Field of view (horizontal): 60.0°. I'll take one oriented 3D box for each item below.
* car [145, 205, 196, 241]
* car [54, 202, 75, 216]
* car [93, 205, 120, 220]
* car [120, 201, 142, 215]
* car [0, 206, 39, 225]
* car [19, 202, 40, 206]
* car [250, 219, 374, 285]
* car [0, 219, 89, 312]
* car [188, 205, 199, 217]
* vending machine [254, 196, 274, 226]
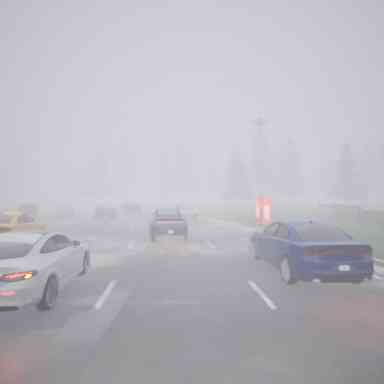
[{"bbox_3d":[-1.378,1.626,17.582,2.128,1.511,4.902,0,-1,-10],"label":"car"},{"bbox_3d":[-14.055,1.849,36.572,1.812,1.442,4.674,0,-1,-23],"label":"car"},{"bbox_3d":[-8.286,1.864,31.440,1.895,1.301,4.718,0,0,-19],"label":"car"},{"bbox_3d":[-7.092,1.785,38.051,1.882,1.535,5.008,0,-1,-22],"label":"car"},{"bbox_3d":[-7.985,1.617,14.576,1.882,1.535,5.008,0,-1,-8],"label":"car"},{"bbox_3d":[-17.418,1.819,35.515,2.128,1.511,4.902,0,-1,-23],"label":"car"},{"bbox_3d":[3.126,1.538,9.763,1.882,1.535,5.008,0,-1,-5],"label":"car"},{"bbox_3d":[-3.722,1.598,7.688,1.812,1.442,4.674,0,-1,-4],"label":"car"},{"bbox_3d":[-0.958,1.836,31.405,1.895,1.301,4.718,0,0,-18],"label":"car"},{"bbox_3d":[5.129,1.351,23.813,1.100,2.100,0.880,0,0,-12],"label":"vending machine"}]
